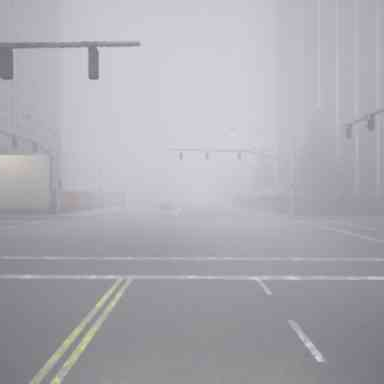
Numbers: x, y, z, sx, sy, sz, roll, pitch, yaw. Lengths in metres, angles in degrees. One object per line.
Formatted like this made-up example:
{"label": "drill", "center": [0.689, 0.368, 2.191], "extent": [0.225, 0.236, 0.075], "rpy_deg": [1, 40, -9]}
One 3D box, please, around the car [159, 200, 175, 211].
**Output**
{"label": "car", "center": [-3.498, 1.802, 46.473], "extent": [1.812, 1.442, 4.674], "rpy_deg": [0, 0, 0]}
